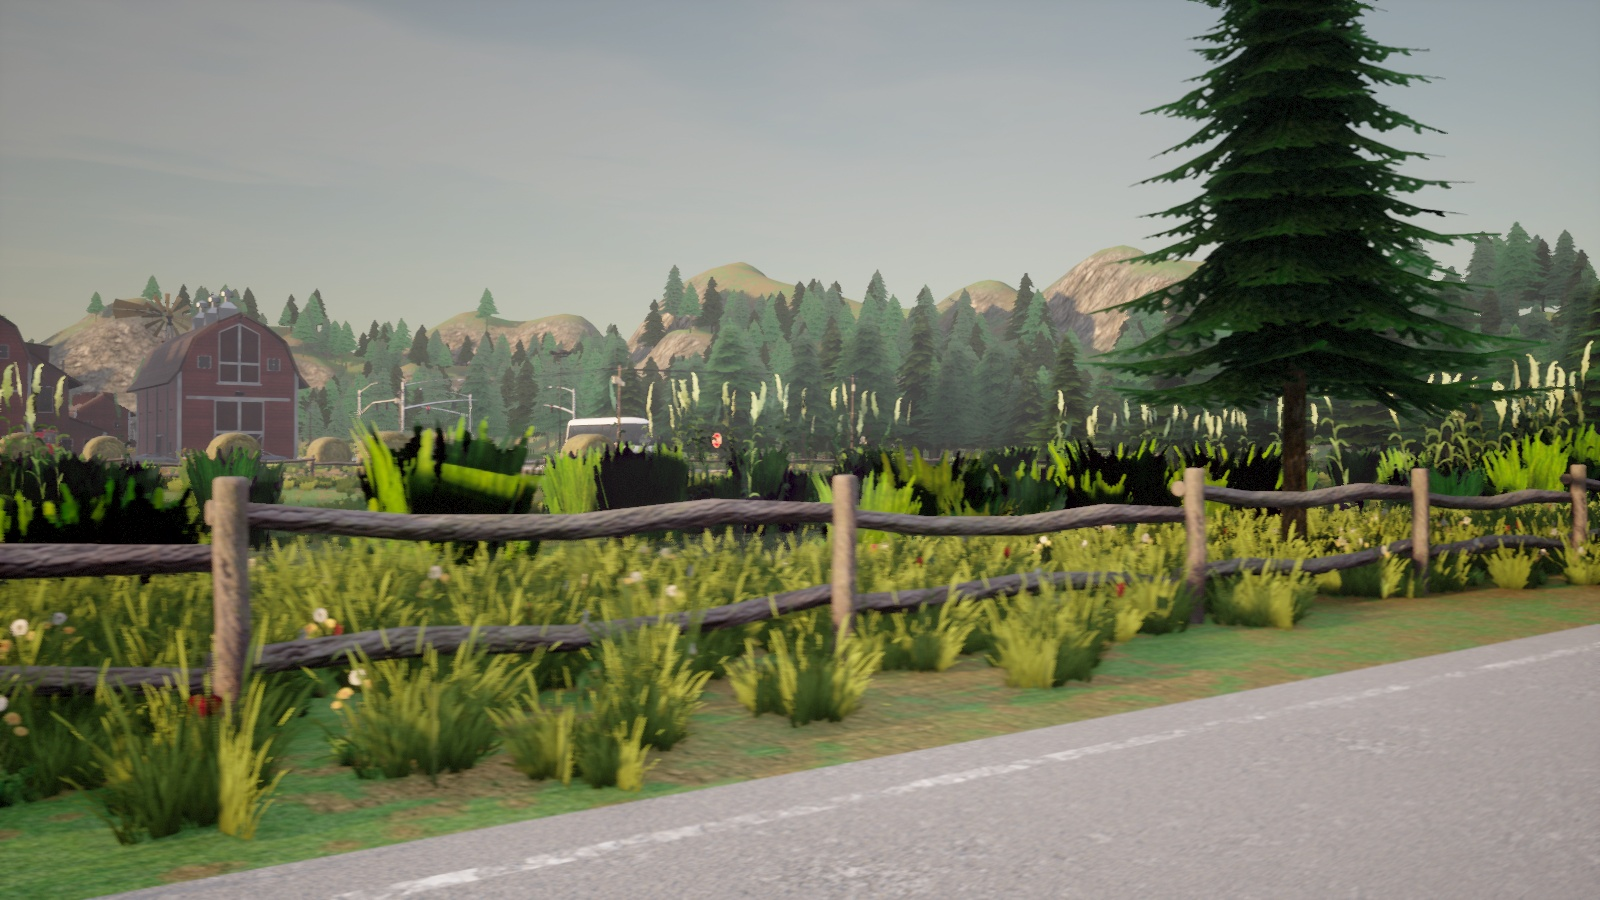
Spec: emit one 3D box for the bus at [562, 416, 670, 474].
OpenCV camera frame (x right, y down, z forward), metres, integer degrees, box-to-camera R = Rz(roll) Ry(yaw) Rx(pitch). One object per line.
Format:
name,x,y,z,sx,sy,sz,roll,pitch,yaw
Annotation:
bus,-14.474,-0.346,98.019,3.944,4.253,10.273,0,0,-36

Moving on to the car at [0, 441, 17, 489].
car,-36.362,0.646,53.017,5.566,2.045,2.150,0,0,-33
